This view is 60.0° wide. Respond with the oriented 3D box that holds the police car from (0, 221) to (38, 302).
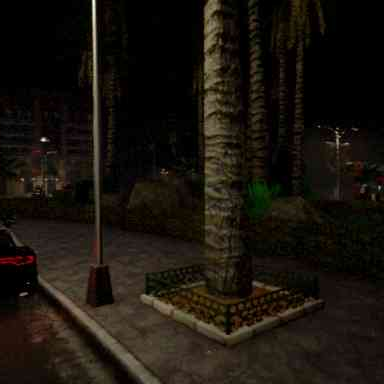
[{"bbox_3d":[-5.104,1.383,7.652,1.930,1.638,5.238,-1,1,-39],"label":"police car"}]
